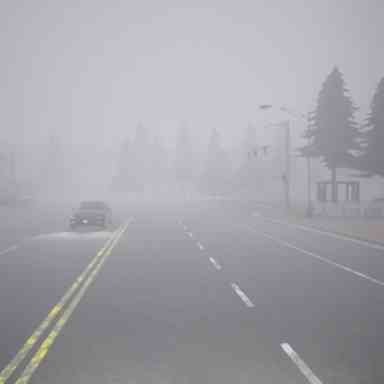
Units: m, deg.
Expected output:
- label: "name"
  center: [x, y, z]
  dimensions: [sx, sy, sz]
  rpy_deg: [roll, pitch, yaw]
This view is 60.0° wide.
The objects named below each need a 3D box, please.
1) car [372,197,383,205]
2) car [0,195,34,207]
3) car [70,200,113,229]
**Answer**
- label: "car"
  center: [22.538, 1.061, 36.400]
  dimensions: [5.357, 1.411, 2.033]
  rpy_deg: [0, 1, -6]
- label: "car"
  center: [-21.024, 1.027, 38.081]
  dimensions: [5.357, 1.411, 2.033]
  rpy_deg: [0, 1, 1]
- label: "car"
  center: [-5.800, 1.271, 19.598]
  dimensions: [1.837, 1.490, 4.892]
  rpy_deg: [0, 0, -7]
